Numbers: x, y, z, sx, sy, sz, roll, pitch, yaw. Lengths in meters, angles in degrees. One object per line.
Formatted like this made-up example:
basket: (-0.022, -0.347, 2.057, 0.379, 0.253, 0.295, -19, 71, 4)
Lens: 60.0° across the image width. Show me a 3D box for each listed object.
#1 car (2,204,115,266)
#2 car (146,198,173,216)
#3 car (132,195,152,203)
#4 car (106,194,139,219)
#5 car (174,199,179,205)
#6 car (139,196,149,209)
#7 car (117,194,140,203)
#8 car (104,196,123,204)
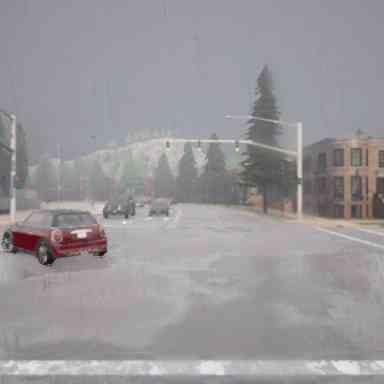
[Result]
car: (-5.068, 1.403, 12.075, 4.553, 1.767, 2.097, 0, 0, 43)
car: (-3.269, 1.648, 33.942, 1.837, 1.490, 4.892, 0, 0, -1)
car: (-11.293, 1.524, 75.666, 4.553, 1.767, 2.097, 0, 0, 43)
car: (-6.714, 1.354, 31.434, 2.150, 2.045, 5.566, 0, 0, -1)
car: (-4.741, 1.829, 67.712, 2.033, 1.411, 5.357, 0, 0, -35)
car: (-8.273, 1.703, 49.833, 2.128, 1.511, 4.902, 0, 0, -15)
car: (-14.134, 1.427, 73.540, 5.566, 2.045, 2.150, 0, 0, 43)
car: (-15.295, 1.513, 64.423, 1.812, 1.442, 4.674, 0, 0, -38)
